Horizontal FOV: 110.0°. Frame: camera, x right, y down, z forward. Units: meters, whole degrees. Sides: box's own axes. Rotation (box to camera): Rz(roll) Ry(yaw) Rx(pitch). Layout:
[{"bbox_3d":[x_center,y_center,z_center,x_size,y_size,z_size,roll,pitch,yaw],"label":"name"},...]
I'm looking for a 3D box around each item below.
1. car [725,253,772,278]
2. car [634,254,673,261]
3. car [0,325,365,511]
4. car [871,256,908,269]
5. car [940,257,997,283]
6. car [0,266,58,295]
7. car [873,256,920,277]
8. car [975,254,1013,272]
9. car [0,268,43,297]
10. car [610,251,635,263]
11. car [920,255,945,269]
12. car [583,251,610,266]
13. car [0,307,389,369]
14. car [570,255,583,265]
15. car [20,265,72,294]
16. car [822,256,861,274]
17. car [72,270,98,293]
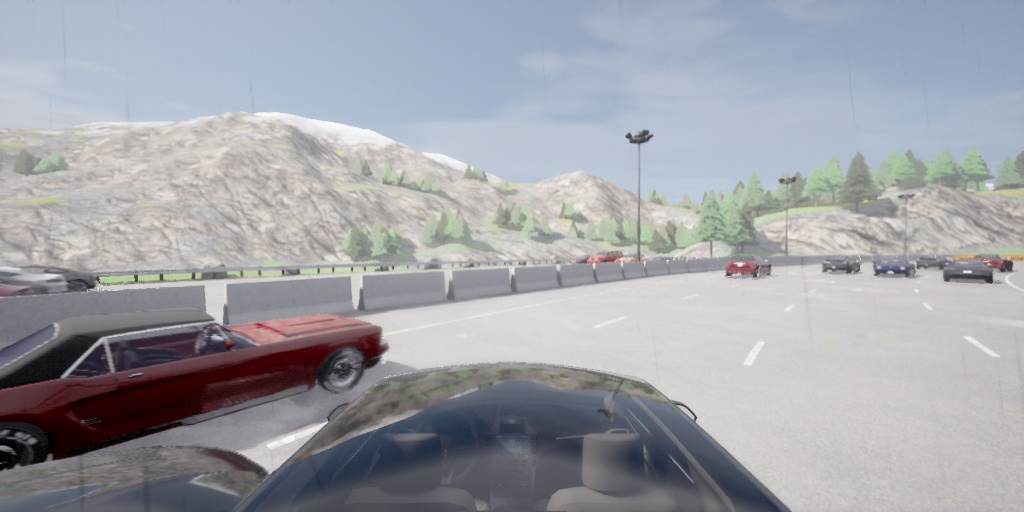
[{"bbox_3d":[18.325,0.681,27.653,4.553,1.767,2.097,-1,1,-41],"label":"car"},{"bbox_3d":[16.289,0.743,39.771,5.357,1.411,2.033,-1,1,-38],"label":"car"},{"bbox_3d":[-2.754,1.278,0.141,1.837,1.490,4.892,0,0,36],"label":"car"},{"bbox_3d":[42.777,0.671,40.584,4.181,1.385,1.994,0,1,-30],"label":"car"},{"bbox_3d":[30.111,0.946,23.680,4.181,1.385,1.994,-1,1,-38],"label":"car"},{"bbox_3d":[-16.981,1.186,10.641,1.994,1.385,4.181,1,1,37],"label":"car"},{"bbox_3d":[29.969,0.915,28.014,4.718,1.301,1.895,-1,1,-37],"label":"car"},{"bbox_3d":[45.446,0.561,34.029,4.553,1.767,2.097,-1,1,-29],"label":"car"},{"bbox_3d":[-14.542,1.186,8.101,1.812,1.442,4.674,1,1,37],"label":"car"},{"bbox_3d":[14.152,0.491,42.540,4.553,1.767,2.097,-1,1,-38],"label":"car"},{"bbox_3d":[43.367,0.656,36.861,4.902,1.511,2.128,0,1,-31],"label":"car"},{"bbox_3d":[11.945,0.337,45.255,5.566,2.045,2.150,-1,1,-38],"label":"car"},{"bbox_3d":[-4.020,1.311,4.421,1.895,1.301,4.718,1,1,38],"label":"car"},{"bbox_3d":[9.809,0.561,48.031,4.674,1.442,1.812,-1,1,-38],"label":"car"},{"bbox_3d":[-19.672,1.114,12.897,1.812,1.442,4.674,1,1,37],"label":"car"},{"bbox_3d":[29.169,0.748,31.725,4.902,1.511,2.128,-1,1,-36],"label":"car"},{"bbox_3d":[-21.689,1.105,16.001,1.994,1.385,4.181,1,1,37],"label":"car"}]
